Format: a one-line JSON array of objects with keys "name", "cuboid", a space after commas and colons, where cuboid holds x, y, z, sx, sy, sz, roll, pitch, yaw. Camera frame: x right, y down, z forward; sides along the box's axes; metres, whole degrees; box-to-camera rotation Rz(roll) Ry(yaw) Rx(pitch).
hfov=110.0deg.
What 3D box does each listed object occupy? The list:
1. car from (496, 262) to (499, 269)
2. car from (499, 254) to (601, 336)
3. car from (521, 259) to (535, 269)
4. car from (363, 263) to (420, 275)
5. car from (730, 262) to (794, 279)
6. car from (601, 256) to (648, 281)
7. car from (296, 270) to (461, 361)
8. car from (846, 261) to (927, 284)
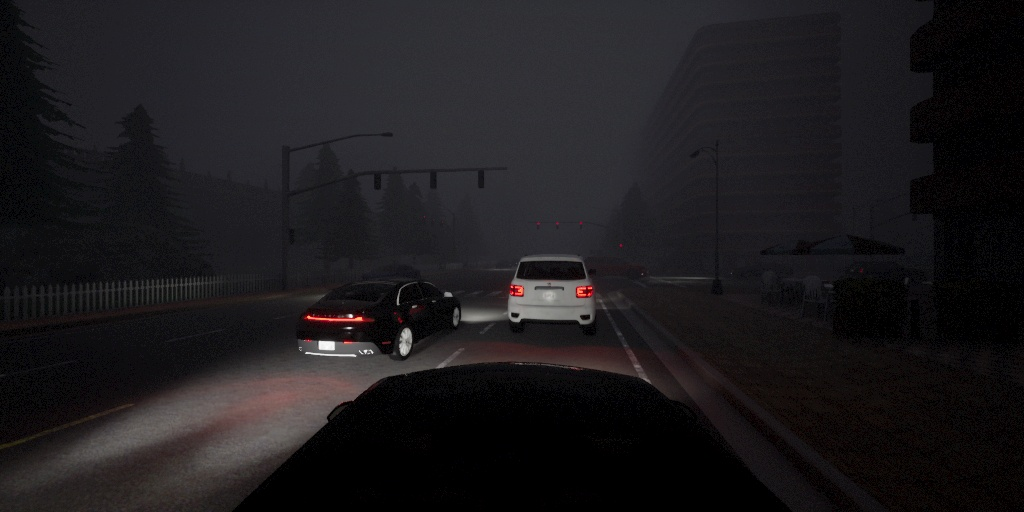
[{"name": "car", "cuboid": [-1.255, 1.275, 57.426, 1.812, 1.442, 4.674, 0, 0, 10]}, {"name": "car", "cuboid": [1.320, 0.971, 10.719, 2.150, 2.045, 5.566, 0, 0, 10]}, {"name": "car", "cuboid": [2.682, 1.275, 59.561, 1.812, 1.442, 4.674, 0, 0, 10]}, {"name": "car", "cuboid": [-7.448, 1.227, 22.442, 1.882, 1.535, 5.008, 0, 0, 10]}, {"name": "car", "cuboid": [22.461, 1.297, 32.316, 4.902, 1.511, 2.128, 0, 0, 10]}, {"name": "car", "cuboid": [8.943, 1.017, 31.442, 5.566, 2.045, 2.150, 0, 1, 29]}, {"name": "car", "cuboid": [-2.661, 1.255, 8.387, 1.837, 1.490, 4.892, 0, 0, 11]}, {"name": "car", "cuboid": [28.558, 1.157, 27.510, 4.553, 1.767, 2.097, 0, 0, 10]}]
